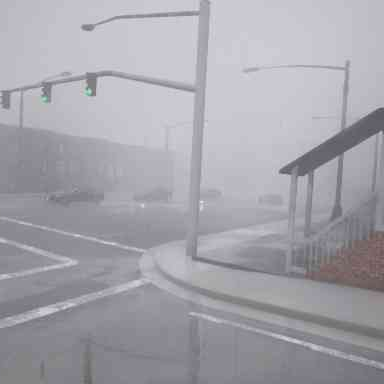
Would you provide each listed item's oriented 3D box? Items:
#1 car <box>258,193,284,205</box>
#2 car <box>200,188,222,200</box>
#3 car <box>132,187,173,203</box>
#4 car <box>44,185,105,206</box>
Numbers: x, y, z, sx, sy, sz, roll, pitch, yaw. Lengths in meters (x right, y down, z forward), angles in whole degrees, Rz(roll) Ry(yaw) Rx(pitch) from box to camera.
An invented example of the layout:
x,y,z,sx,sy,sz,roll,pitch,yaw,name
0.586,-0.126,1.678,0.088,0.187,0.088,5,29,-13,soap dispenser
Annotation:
x,y,z,sx,sy,sz,roll,pitch,yaw,name
9.683,0.785,40.742,1.994,1.385,4.181,5,3,36,car
1.988,0.244,42.303,1.837,1.490,4.892,5,3,36,car
-3.950,0.241,34.089,1.837,1.490,4.892,5,3,36,car
-9.293,0.225,26.675,2.128,1.511,4.902,5,3,36,car
